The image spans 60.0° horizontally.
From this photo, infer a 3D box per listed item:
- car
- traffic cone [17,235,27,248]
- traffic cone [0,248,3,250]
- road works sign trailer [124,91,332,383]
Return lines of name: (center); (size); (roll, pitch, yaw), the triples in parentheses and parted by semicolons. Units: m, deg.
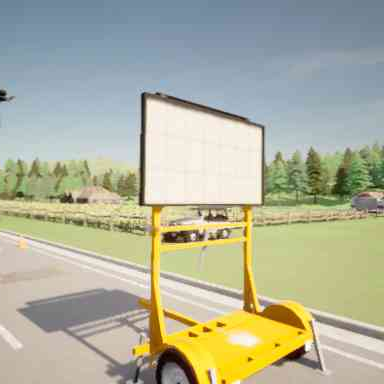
car: (0.372, 1.667, 17.406); (3.866, 1.878, 1.905); (2, -2, -43)
traffic cone: (-7.762, 2.249, 15.189); (0.340, 0.580, 0.340); (2, -2, -43)
traffic cone: (-8.487, 2.222, 14.501); (0.340, 0.580, 0.340); (2, -2, -43)
road works sign trailer: (0.108, 0.595, 4.756); (2.380, 3.560, 2.880); (2, -2, -43)
